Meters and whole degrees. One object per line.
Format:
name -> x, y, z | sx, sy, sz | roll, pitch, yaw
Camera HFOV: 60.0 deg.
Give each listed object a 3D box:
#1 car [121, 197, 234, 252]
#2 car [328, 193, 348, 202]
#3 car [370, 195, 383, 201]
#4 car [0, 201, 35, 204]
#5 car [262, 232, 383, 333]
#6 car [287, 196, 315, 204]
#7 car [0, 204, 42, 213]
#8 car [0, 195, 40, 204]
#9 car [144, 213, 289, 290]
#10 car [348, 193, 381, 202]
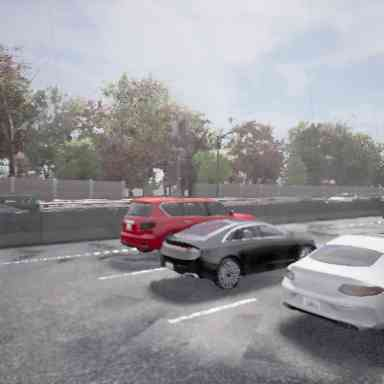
car -> 0.128, 1.215, 12.437 | 5.566, 2.045, 2.150 | 0, 0, -36
car -> 22.967, 1.210, 50.401 | 5.566, 2.045, 2.150 | 0, 0, -35
car -> 26.071, 1.466, 44.042 | 5.008, 1.535, 1.882 | 0, 0, -35
car -> -12.674, 1.525, 20.747 | 4.674, 1.442, 1.812 | 0, 0, -35
car -> 3.689, 1.520, 6.379 | 4.674, 1.442, 1.812 | 0, 0, -36
car -> 16.420, 1.337, 50.045 | 4.553, 1.767, 2.097 | 0, 0, -35
car -> -10.526, 1.563, 17.978 | 4.181, 1.385, 1.994 | 0, 0, -35
car -> -13.950, 1.220, 24.138 | 5.566, 2.045, 2.150 | 0, 0, -35
car -> 1.457, 1.486, 9.086 | 4.902, 1.511, 2.128 | 0, 0, -35
car -> 25.274, 1.210, 47.751 | 5.566, 2.045, 2.150 | 0, 0, -35
